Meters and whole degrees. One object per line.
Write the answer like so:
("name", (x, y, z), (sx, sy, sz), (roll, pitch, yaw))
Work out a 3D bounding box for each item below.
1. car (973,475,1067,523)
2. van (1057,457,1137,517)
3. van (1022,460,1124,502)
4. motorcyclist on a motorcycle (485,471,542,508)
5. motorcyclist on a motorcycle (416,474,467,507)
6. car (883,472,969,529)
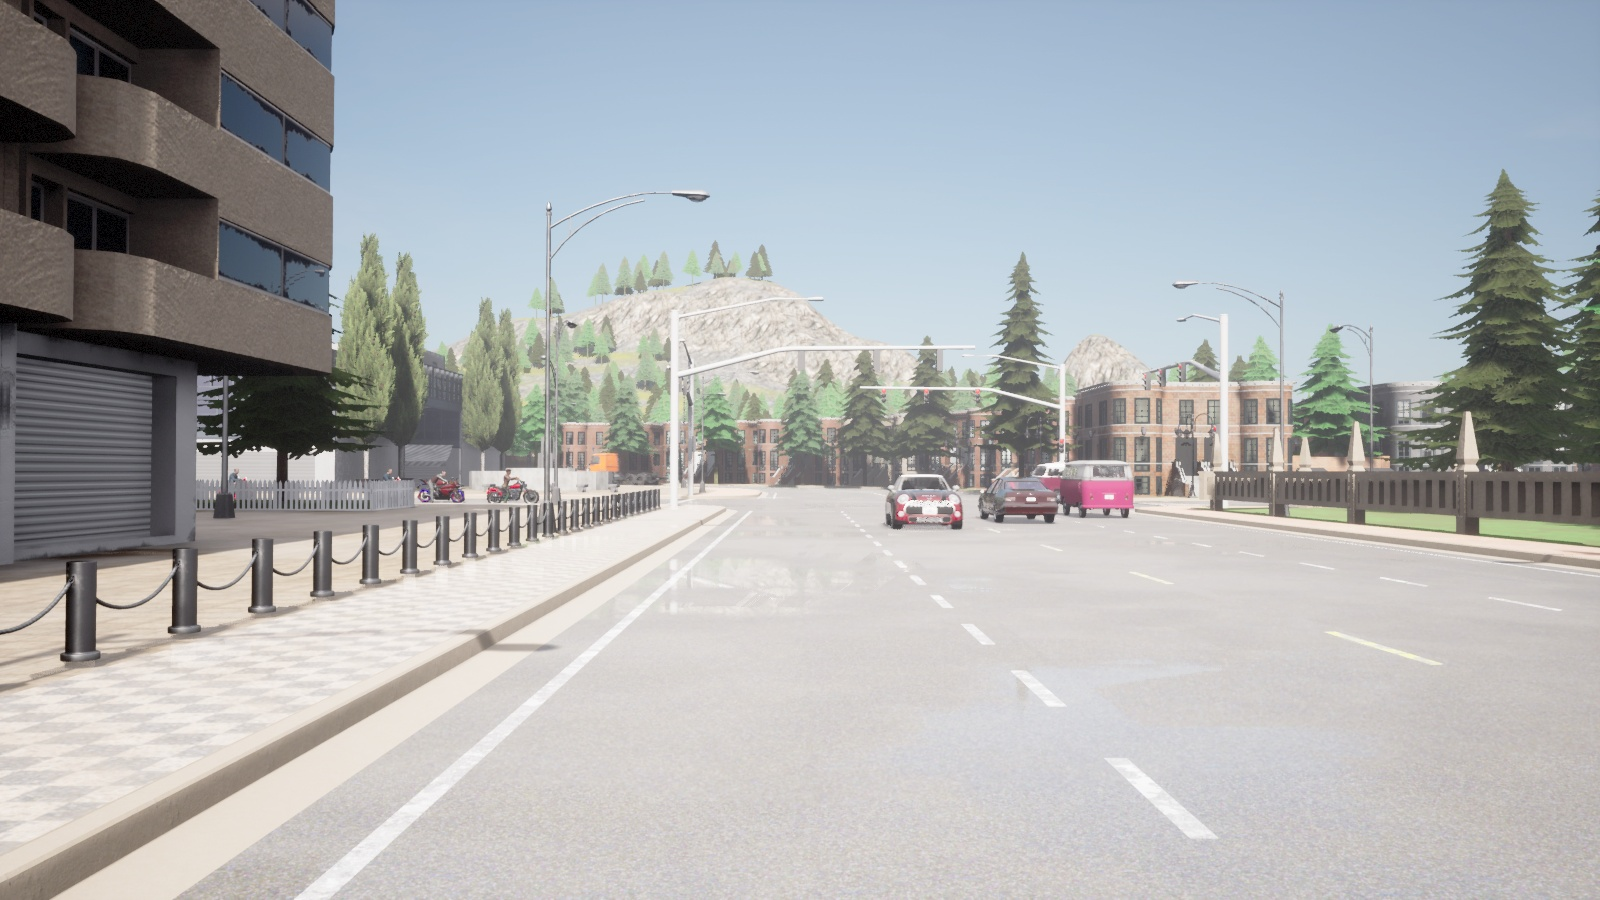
("car", (6.898, 1.504, 39.958), (2.033, 1.411, 5.357), (0, -1, 0))
("van", (10.387, 1.266, 44.219), (1.775, 1.987, 4.442), (0, -1, 0))
("van", (13.457, 1.522, 61.991), (4.480, 2.038, 2.069), (0, -1, -12))
("motorcyclist on a motorcycle", (-12.683, 1.747, 55.582), (2.350, 1.649, 0.766), (0, -1, 0))
("motorcyclist on a motorcycle", (-16.851, 1.906, 59.067), (2.191, 1.530, 0.866), (0, -1, 0))
("car", (3.412, 1.348, 34.724), (1.970, 1.475, 3.806), (0, -1, 0))
